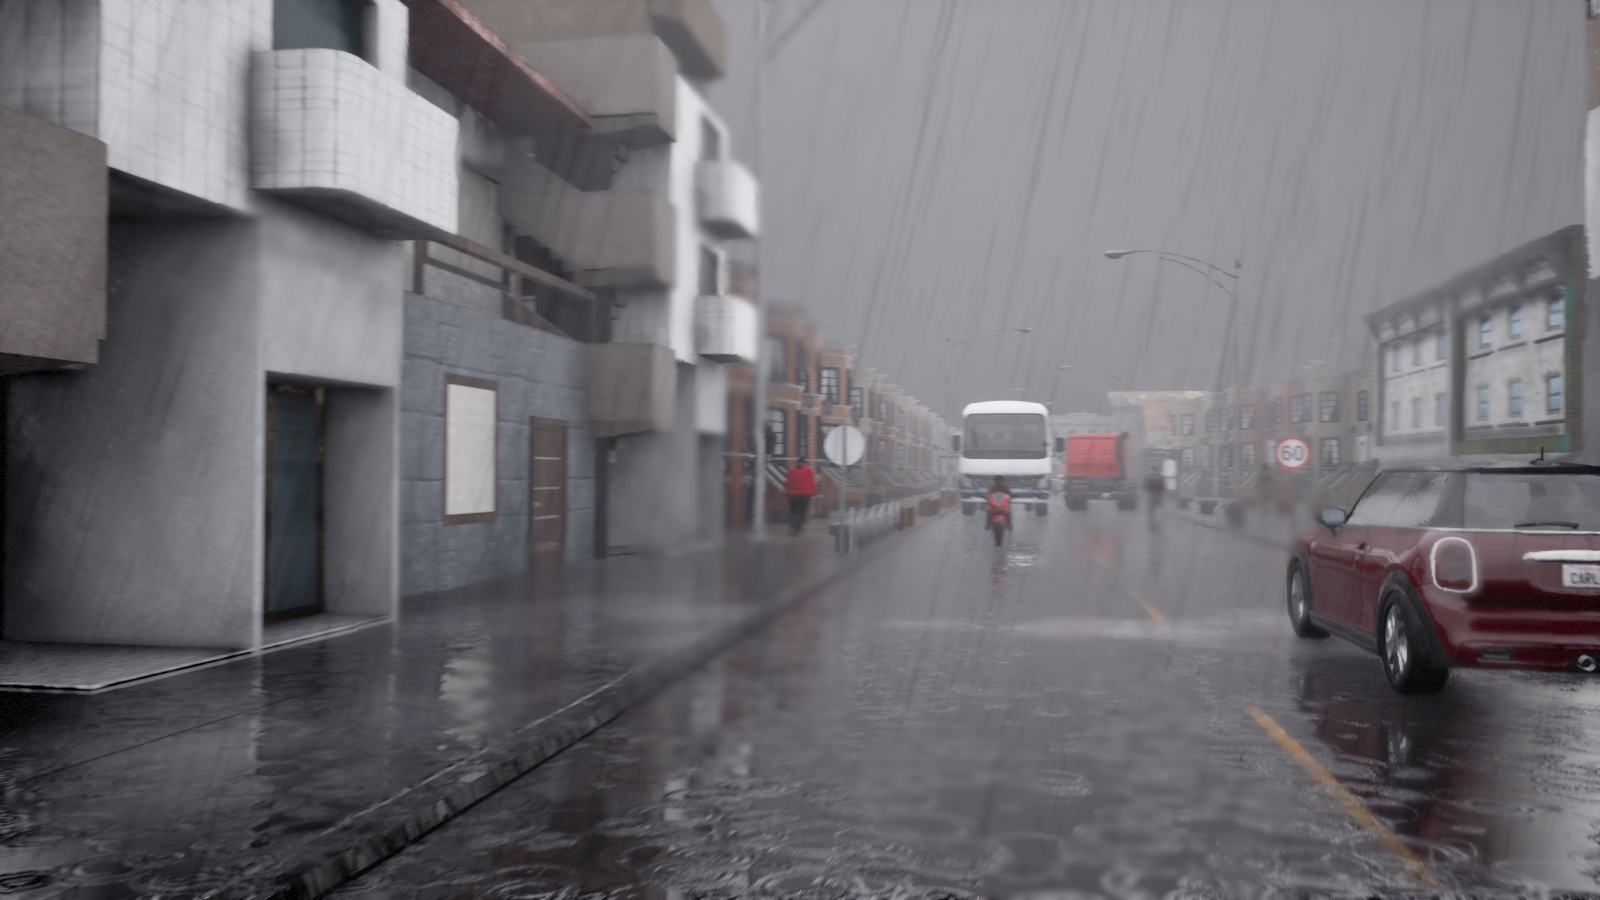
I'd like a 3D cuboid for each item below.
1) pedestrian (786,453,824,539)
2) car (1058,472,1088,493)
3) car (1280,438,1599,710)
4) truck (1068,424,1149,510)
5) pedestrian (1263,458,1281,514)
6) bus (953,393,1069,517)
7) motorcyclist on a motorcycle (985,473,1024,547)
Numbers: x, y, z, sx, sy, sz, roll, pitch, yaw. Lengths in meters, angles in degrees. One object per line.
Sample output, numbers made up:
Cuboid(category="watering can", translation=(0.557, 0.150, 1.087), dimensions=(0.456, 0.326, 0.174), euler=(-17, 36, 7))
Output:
Cuboid(category="pedestrian", translation=(0.113, 0.997, 27.464), dimensions=(0.634, 1.844, 0.899), euler=(0, -1, 13))
Cuboid(category="car", translation=(19.632, 2.314, 90.350), dimensions=(1.970, 1.475, 3.806), euler=(0, -1, 10))
Cuboid(category="car", translation=(5.560, 0.844, 10.435), dimensions=(2.097, 1.767, 4.553), euler=(0, -1, 10))
Cuboid(category="truck", translation=(13.370, 0.763, 54.950), dimensions=(2.891, 3.462, 7.936), euler=(0, -1, 10))
Cuboid(category="pedestrian", translation=(16.612, 1.262, 44.179), dimensions=(0.396, 1.930, 0.692), euler=(0, -1, 3))
Cuboid(category="bus", translation=(8.202, 0.269, 48.699), dimensions=(3.944, 4.253, 10.273), euler=(0, -1, 10))
Cuboid(category="motorcyclist on a motorcycle", translation=(4.424, 1.259, 27.111), dimensions=(0.797, 1.523, 2.044), euler=(0, -1, 10))
